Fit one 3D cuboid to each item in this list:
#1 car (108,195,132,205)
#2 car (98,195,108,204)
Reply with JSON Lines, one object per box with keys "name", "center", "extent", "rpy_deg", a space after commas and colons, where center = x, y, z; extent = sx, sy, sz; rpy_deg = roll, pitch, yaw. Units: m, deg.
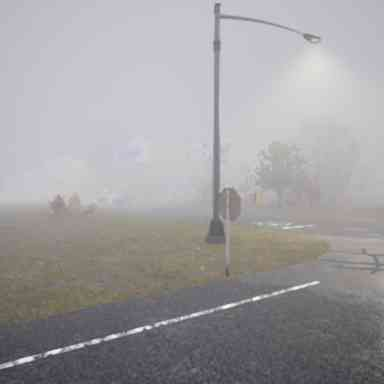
{"name": "car", "center": [-11.505, 1.344, 54.767], "extent": [2.128, 1.511, 4.902], "rpy_deg": [0, 0, -33]}
{"name": "car", "center": [-15.843, 1.315, 61.200], "extent": [1.882, 1.535, 5.008], "rpy_deg": [0, 0, -34]}
